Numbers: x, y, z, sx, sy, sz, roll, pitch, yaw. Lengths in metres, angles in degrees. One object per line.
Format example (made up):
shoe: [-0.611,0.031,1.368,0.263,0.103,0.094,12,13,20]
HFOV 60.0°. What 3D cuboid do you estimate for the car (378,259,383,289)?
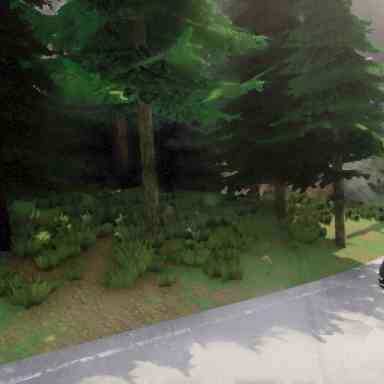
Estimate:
car: [6.395,1.493,7.411,4.892,1.490,1.837,-1,-1,-22]
